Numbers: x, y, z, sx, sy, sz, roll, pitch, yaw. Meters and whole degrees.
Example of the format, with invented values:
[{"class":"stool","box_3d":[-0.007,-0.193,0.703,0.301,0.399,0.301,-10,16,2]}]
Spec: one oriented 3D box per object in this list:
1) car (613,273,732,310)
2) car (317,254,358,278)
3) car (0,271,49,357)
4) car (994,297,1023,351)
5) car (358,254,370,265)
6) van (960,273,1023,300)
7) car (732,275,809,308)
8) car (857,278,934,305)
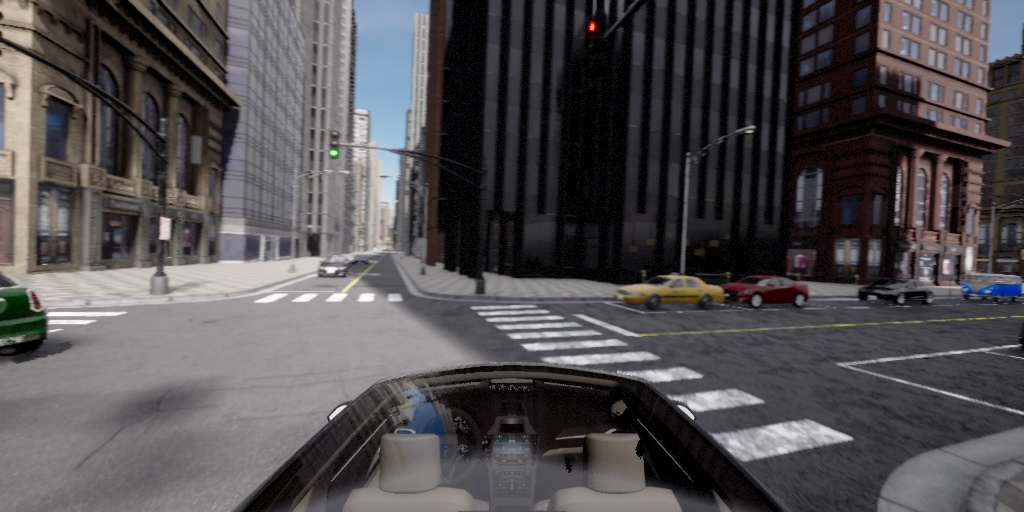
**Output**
[{"class":"car","box_3d":[6.551,1.394,15.041,4.829,1.417,1.751,0,0,-19]},{"class":"car","box_3d":[-12.636,0.725,25.809,2.128,1.511,4.902,2,0,-19]},{"class":"car","box_3d":[-9.871,0.738,5.031,4.553,1.767,2.097,2,1,-3]},{"class":"car","box_3d":[14.571,1.834,8.805,4.403,1.370,2.007,0,0,-19]},{"class":"car","box_3d":[-20.477,0.456,48.888,2.033,1.411,5.357,2,0,-18]},{"class":"van","box_3d":[31.733,2.069,23.786,3.998,1.789,1.690,0,0,-19]},{"class":"car","box_3d":[11.716,1.583,16.834,4.507,1.381,1.888,0,0,-19]},{"class":"car","box_3d":[21.724,1.946,20.310,4.313,1.339,1.948,0,0,-19]}]
